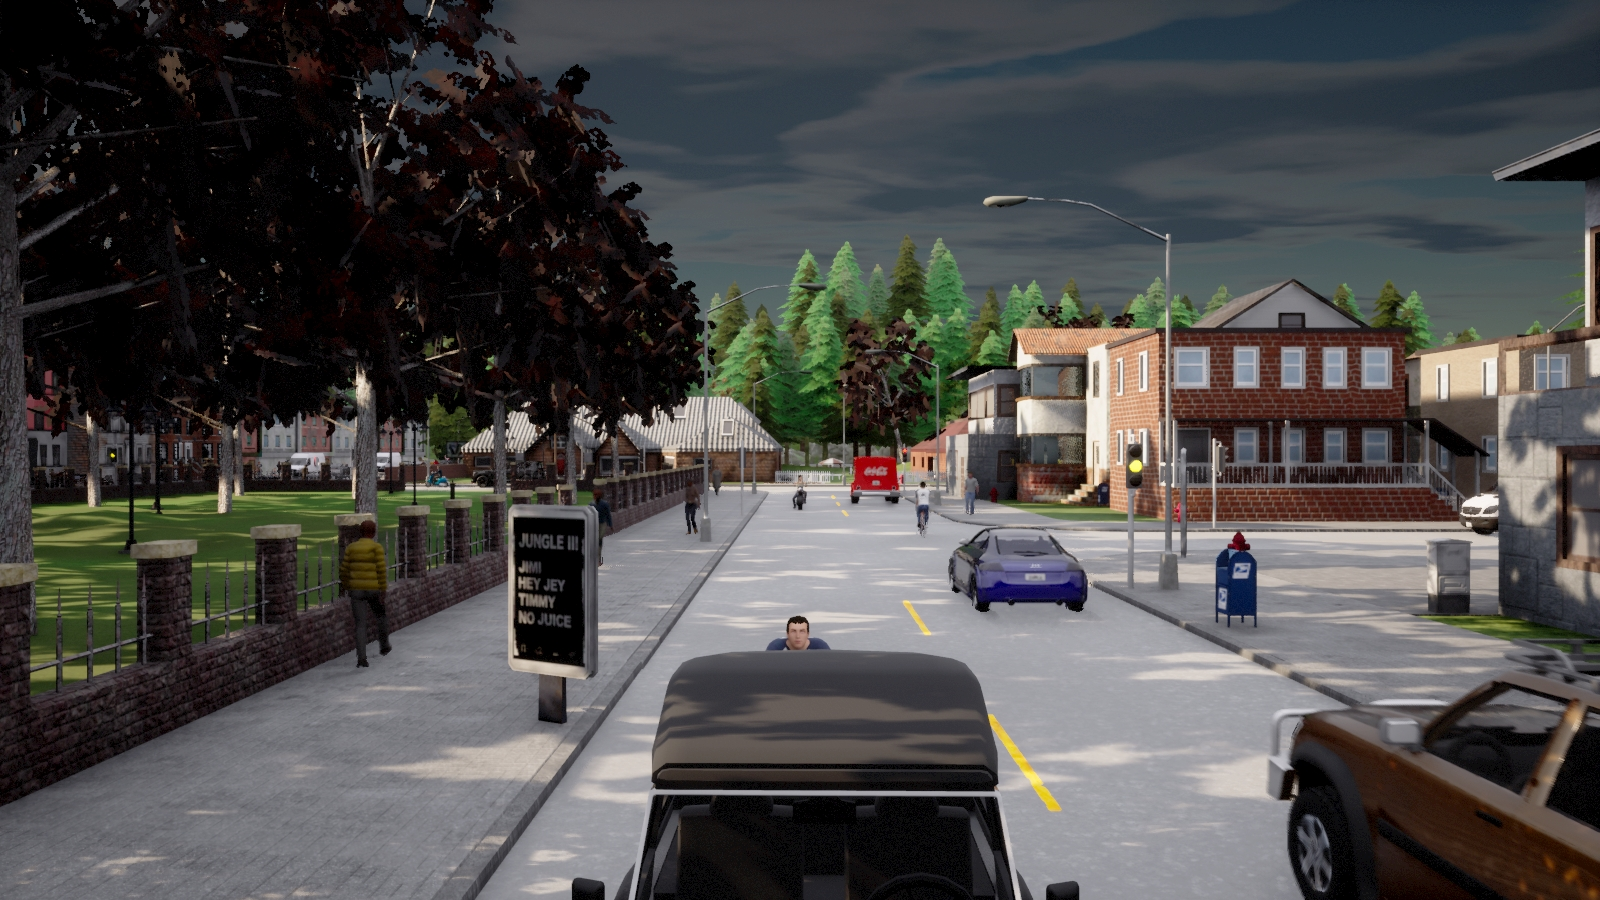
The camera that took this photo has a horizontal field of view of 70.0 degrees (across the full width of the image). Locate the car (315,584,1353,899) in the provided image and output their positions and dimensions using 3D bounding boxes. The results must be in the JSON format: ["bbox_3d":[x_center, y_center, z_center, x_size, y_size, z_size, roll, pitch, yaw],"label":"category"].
[{"bbox_3d":[0.090,1.640,4.031,1.905,1.878,3.866,0,0,1],"label":"car"}]

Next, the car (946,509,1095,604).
[{"bbox_3d":[4.000,1.907,21.426,1.994,1.385,4.181,0,0,0],"label":"car"}]

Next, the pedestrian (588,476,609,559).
[{"bbox_3d":[-4.590,1.536,26.042,0.375,1.860,0.375,0,0,5],"label":"pedestrian"}]

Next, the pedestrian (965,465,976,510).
[{"bbox_3d":[7.003,1.535,46.949,0.375,1.860,0.375,0,0,25],"label":"pedestrian"}]

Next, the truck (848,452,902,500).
[{"bbox_3d":[3.969,1.372,61.570,2.627,2.467,5.204,0,0,1],"label":"truck"}]

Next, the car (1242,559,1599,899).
[{"bbox_3d":[3.944,1.645,5.385,1.932,1.855,4.605,0,0,0],"label":"car"}]

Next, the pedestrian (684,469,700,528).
[{"bbox_3d":[-3.432,1.540,36.310,0.375,1.860,0.375,0,0,19],"label":"pedestrian"}]

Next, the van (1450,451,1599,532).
[{"bbox_3d":[24.712,1.329,37.232,5.915,2.561,1.988,0,0,0],"label":"van"}]

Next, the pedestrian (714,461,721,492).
[{"bbox_3d":[-4.859,1.552,67.242,0.375,1.860,0.375,0,0,-5],"label":"pedestrian"}]

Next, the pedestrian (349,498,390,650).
[{"bbox_3d":[-5.363,1.531,14.251,0.375,1.860,0.375,0,0,0],"label":"pedestrian"}]
